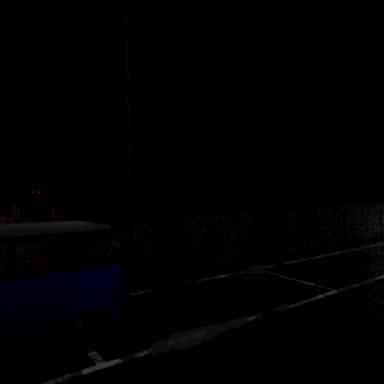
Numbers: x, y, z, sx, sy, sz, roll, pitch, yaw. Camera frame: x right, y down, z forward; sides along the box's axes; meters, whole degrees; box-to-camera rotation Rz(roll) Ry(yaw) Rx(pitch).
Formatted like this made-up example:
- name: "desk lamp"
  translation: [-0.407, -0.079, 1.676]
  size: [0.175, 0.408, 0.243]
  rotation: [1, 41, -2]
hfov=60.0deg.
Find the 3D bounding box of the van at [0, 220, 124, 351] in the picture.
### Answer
- name: "van"
  translation: [-2.948, 1.340, 4.561]
  size: [3.998, 1.788, 1.690]
  rotation: [0, -1, -35]
